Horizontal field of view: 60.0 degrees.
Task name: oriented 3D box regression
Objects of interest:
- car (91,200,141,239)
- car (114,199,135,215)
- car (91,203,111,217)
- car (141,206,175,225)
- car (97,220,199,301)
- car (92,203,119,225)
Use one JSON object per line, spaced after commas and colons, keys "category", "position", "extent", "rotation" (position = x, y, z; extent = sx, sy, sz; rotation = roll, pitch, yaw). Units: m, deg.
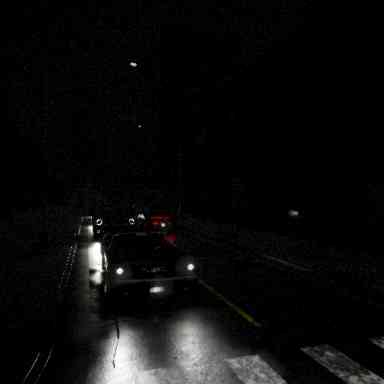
{"category": "car", "position": [-4.316, 1.491, 18.159], "extent": [2.097, 1.767, 4.553], "rotation": [1, -1, -18]}
{"category": "car", "position": [-8.336, 1.819, 40.794], "extent": [2.097, 1.767, 4.553], "rotation": [1, -1, -17]}
{"category": "car", "position": [-10.295, 1.956, 37.321], "extent": [1.994, 1.385, 4.181], "rotation": [1, -1, -17]}
{"category": "car", "position": [-2.442, 1.715, 22.028], "extent": [1.837, 1.490, 4.892], "rotation": [1, -1, -17]}
{"category": "car", "position": [-1.361, 1.646, 8.719], "extent": [1.895, 1.301, 4.718], "rotation": [1, -1, -18]}
{"category": "car", "position": [-7.181, 1.730, 27.291], "extent": [1.882, 1.535, 5.008], "rotation": [1, -1, -17]}
